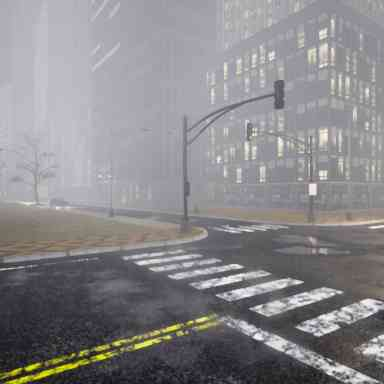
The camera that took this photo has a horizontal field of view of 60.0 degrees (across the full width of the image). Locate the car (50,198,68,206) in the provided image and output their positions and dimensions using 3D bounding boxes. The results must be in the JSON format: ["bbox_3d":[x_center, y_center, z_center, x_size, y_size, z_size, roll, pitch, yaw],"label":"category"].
[{"bbox_3d":[-21.724,1.605,54.214,1.895,1.301,4.718,0,0,-35],"label":"car"}]
